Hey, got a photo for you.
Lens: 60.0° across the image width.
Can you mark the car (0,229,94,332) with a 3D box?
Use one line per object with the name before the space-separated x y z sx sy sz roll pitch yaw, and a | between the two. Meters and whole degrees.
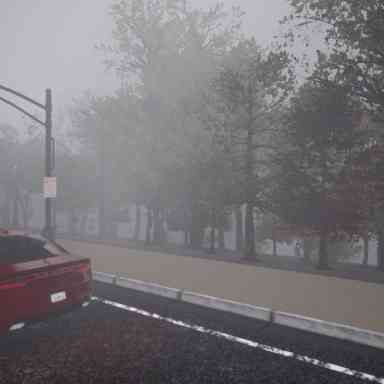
car | -4.085 1.477 6.598 5.008 1.535 1.882 0 0 36
